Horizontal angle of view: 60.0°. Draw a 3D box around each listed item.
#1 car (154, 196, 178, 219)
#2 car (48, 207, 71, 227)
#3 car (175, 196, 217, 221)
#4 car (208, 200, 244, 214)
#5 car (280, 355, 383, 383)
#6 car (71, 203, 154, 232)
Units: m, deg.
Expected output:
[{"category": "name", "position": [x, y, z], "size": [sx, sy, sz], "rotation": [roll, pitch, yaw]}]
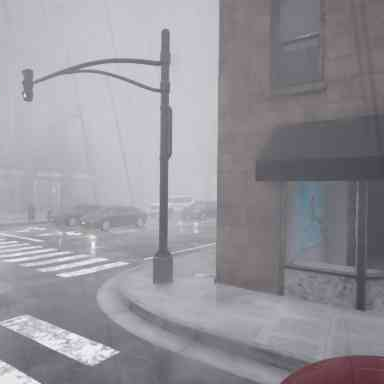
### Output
[{"category": "car", "position": [-1.770, 1.372, 31.648], "size": [2.150, 2.045, 5.566], "rotation": [1, 0, 35]}, {"category": "car", "position": [-7.630, 1.569, 23.420], "size": [1.837, 1.490, 4.892], "rotation": [1, 0, 35]}, {"category": "car", "position": [0.924, 1.551, 29.822], "size": [2.097, 1.767, 4.553], "rotation": [1, 0, 36]}, {"category": "car", "position": [4.201, 1.732, 40.007], "size": [2.128, 1.511, 4.902], "rotation": [1, 0, 36]}, {"category": "car", "position": [2.417, 1.545, 1.229], "size": [4.507, 1.381, 1.887], "rotation": [0, 1, 35]}, {"category": "car", "position": [-4.979, 1.616, 21.541], "size": [1.837, 1.490, 4.892], "rotation": [1, 0, 35]}]
